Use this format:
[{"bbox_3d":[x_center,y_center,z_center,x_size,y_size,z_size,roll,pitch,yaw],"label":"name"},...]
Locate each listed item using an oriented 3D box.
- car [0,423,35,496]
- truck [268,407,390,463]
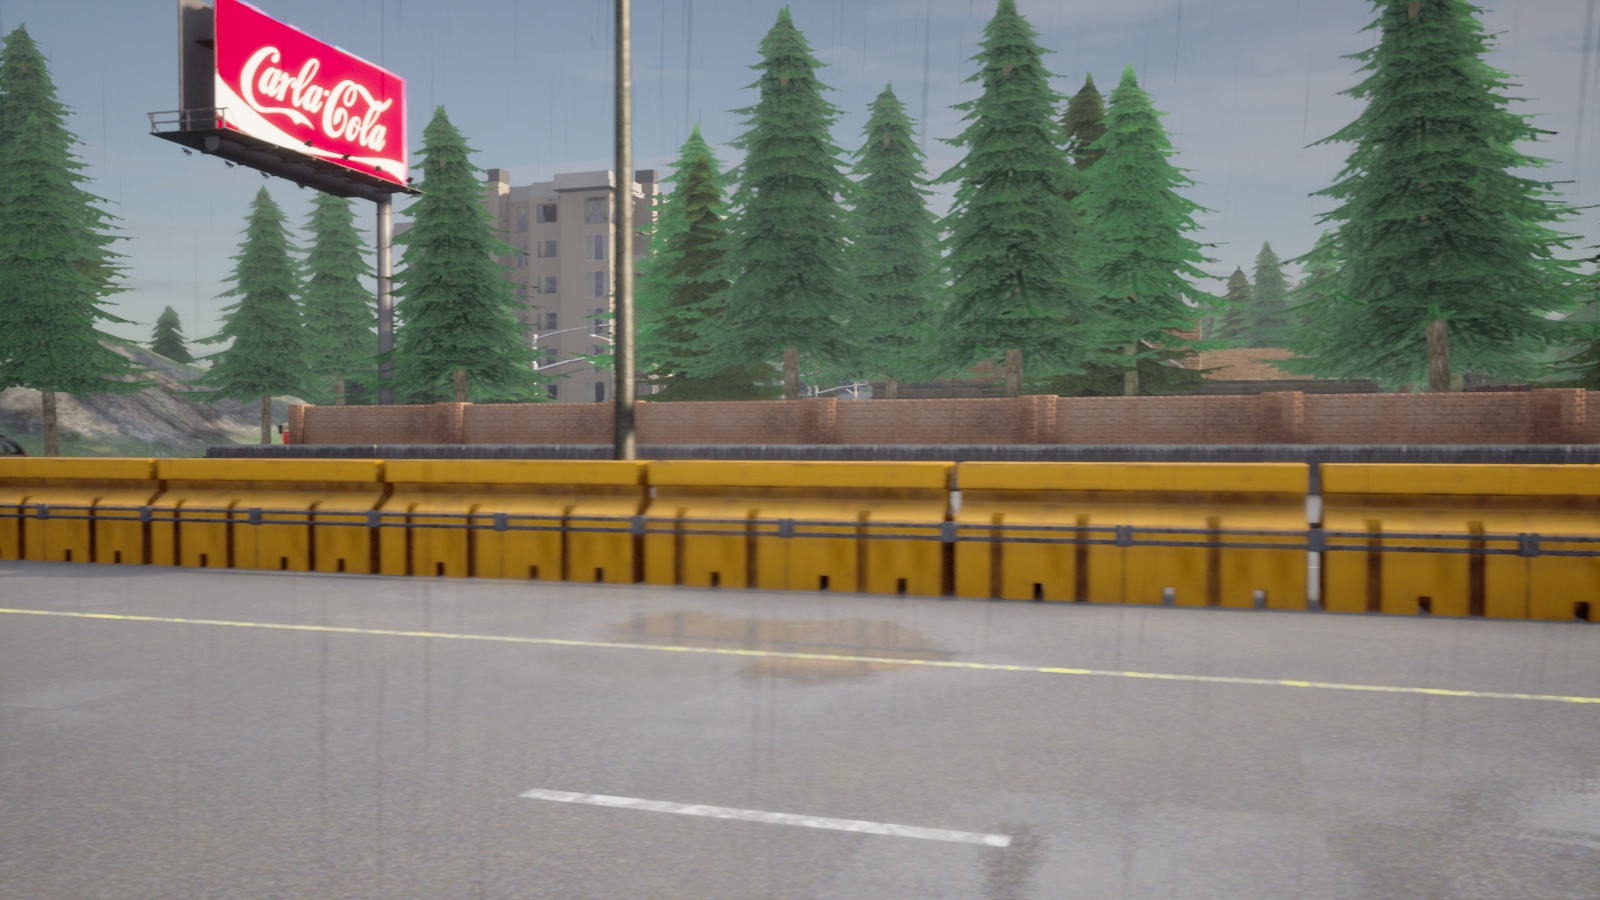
[{"bbox_3d":[-19.543,0.199,28.225,3.988,1.617,1.851,1,1,19],"label":"car"},{"bbox_3d":[-21.902,-0.702,58.686,2.627,2.467,5.204,1,1,19],"label":"truck"}]
